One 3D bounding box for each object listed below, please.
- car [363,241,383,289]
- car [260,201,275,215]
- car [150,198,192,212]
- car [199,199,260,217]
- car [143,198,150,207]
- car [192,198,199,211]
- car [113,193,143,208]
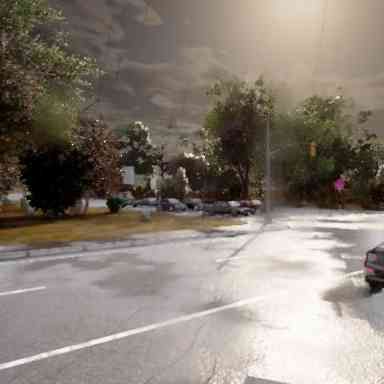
[{"bbox_3d":[5.862,1.524,7.885,4.674,1.442,1.812,0,0,-35],"label":"car"},{"bbox_3d":[6.076,1.463,33.662,1.882,1.535,5.008,0,0,-38],"label":"car"},{"bbox_3d":[-2.489,1.495,38.803,1.837,1.490,4.892,0,0,-38],"label":"car"},{"bbox_3d":[3.395,1.536,31.407,2.033,1.411,5.357,0,0,-39],"label":"car"},{"bbox_3d":[-6.164,1.535,49.053,2.033,1.411,5.357,0,0,-39],"label":"car"},{"bbox_3d":[0.253,1.478,40.980,2.128,1.511,4.902,0,0,-39],"label":"car"},{"bbox_3d":[-9.809,1.213,48.022,2.150,2.045,5.566,0,0,-38],"label":"car"}]
